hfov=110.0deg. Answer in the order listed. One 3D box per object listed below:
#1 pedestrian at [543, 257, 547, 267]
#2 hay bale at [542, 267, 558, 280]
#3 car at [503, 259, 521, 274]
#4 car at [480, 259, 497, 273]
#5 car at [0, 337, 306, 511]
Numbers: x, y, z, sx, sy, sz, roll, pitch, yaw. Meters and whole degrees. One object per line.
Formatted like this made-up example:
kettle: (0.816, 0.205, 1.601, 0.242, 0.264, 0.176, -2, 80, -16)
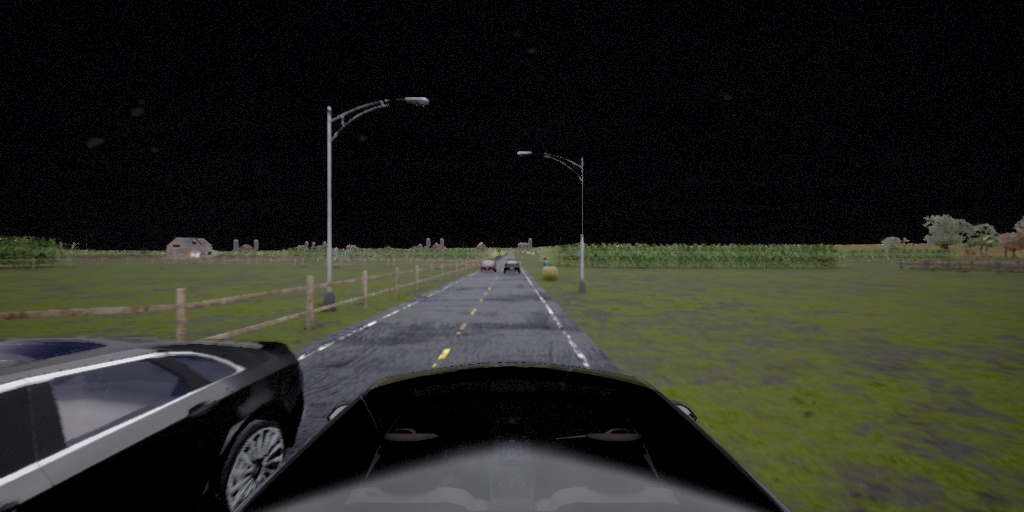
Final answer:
pedestrian: (2.826, 1.012, 30.947, 0.375, 1.860, 0.375, -1, 1, -1)
hay bale: (3.126, 1.370, 29.842, 1.220, 1.180, 1.240, 0, 0, 0)
car: (0.027, 1.171, 40.854, 1.882, 1.535, 5.008, 0, 0, 1)
car: (-2.832, 1.165, 43.483, 1.882, 1.535, 5.008, 0, 0, 0)
car: (-2.849, 1.242, 1.364, 2.128, 1.511, 4.902, 0, 0, 0)
